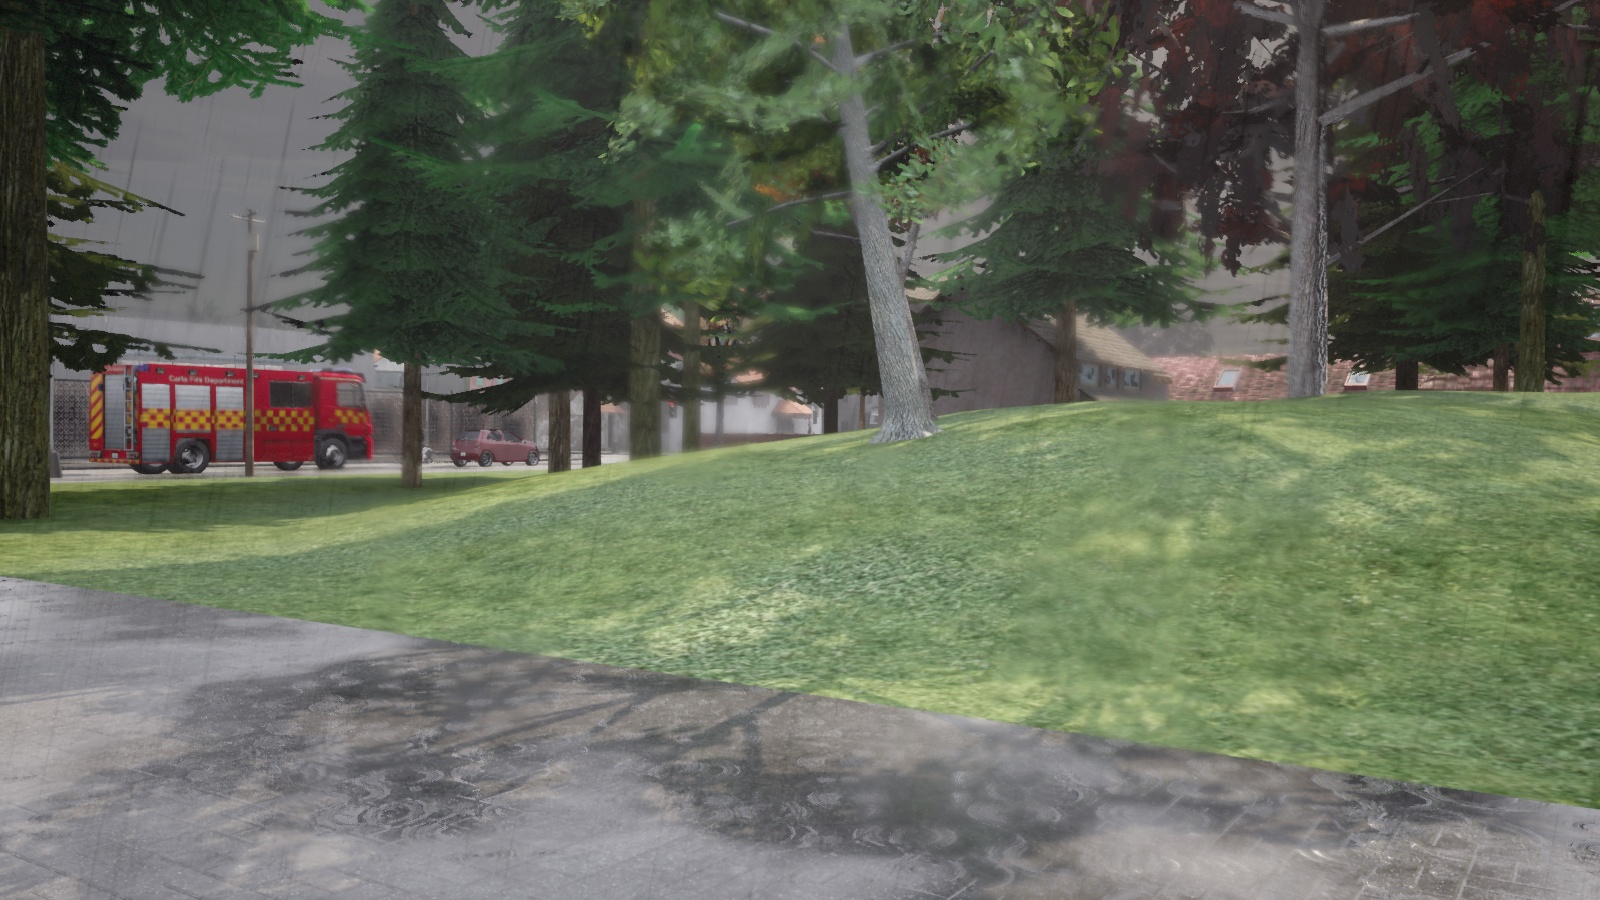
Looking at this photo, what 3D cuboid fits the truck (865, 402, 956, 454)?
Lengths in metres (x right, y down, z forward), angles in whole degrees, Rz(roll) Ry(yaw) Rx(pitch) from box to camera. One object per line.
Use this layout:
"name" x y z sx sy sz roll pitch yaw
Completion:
"truck" 7.773 -1.513 87.329 2.891 3.462 7.936 0 1 33

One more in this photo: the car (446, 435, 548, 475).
"car" -12.067 0.169 50.173 1.845 1.501 3.633 0 1 33

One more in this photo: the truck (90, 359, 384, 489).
"truck" -18.100 -0.831 41.094 2.891 3.827 8.468 0 1 34
